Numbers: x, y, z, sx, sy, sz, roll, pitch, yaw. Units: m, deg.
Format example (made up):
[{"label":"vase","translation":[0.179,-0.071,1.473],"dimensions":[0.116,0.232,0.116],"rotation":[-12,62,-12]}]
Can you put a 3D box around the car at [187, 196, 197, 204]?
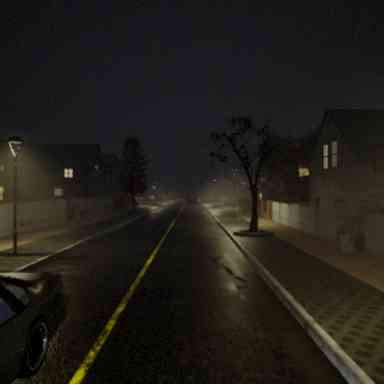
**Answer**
[{"label":"car","translation":[-0.019,1.640,68.371],"dimensions":[2.033,1.411,5.357],"rotation":[0,0,0]}]

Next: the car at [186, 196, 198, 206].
[{"label":"car","translation":[-0.016,1.459,58.332],"dimensions":[2.097,1.767,4.553],"rotation":[0,0,0]}]

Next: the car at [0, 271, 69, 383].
[{"label":"car","translation":[-2.812,1.546,2.807],"dimensions":[2.033,1.411,5.357],"rotation":[0,0,0]}]
